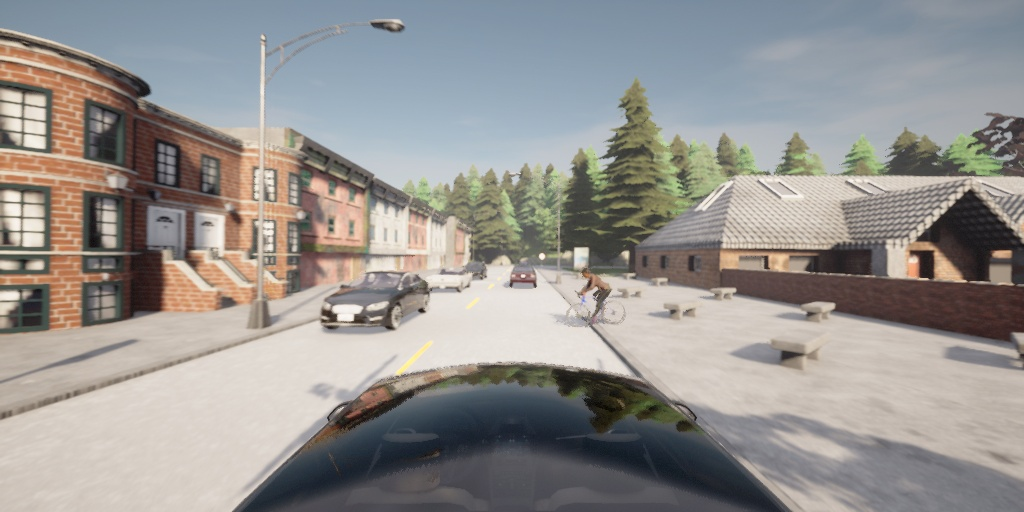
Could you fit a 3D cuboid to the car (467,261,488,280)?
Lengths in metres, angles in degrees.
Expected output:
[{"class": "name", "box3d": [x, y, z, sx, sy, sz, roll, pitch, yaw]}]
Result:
[{"class": "car", "box3d": [-3.185, 1.226, 31.081, 1.837, 1.490, 4.892, 1, 0, 2]}]

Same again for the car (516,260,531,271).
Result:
[{"class": "car", "box3d": [1.661, 1.353, 51.304, 1.994, 1.385, 4.181, 1, 0, 2]}]

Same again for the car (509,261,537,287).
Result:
[{"class": "car", "box3d": [0.782, 1.316, 25.017, 2.033, 1.411, 5.357, 1, 0, 2]}]

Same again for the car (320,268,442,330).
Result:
[{"class": "car", "box3d": [-3.868, 1.197, 10.963, 2.128, 1.511, 4.902, 1, 0, 2]}]

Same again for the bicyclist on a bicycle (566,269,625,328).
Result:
[{"class": "bicyclist on a bicycle", "box3d": [2.283, 1.160, 9.958, 1.656, 1.620, 0.582, -5, 0, 2]}]

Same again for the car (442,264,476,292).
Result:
[{"class": "car", "box3d": [-3.551, 1.314, 20.886, 1.895, 1.301, 4.718, 1, 0, 2]}]
